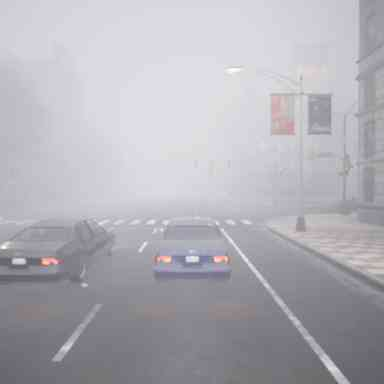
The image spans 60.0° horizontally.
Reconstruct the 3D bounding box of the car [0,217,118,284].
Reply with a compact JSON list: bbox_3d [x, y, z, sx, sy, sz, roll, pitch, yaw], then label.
[{"bbox_3d":[-3.498,1.415,9.229,2.033,1.411,5.357,0,1,0],"label":"car"}]

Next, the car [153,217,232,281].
[{"bbox_3d":[0.002,1.412,9.453,2.033,1.411,5.357,0,1,0],"label":"car"}]

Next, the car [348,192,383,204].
[{"bbox_3d":[24.929,0.815,46.716,5.008,1.535,1.882,0,1,0],"label":"car"}]

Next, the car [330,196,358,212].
[{"bbox_3d":[16.088,1.130,31.593,5.357,1.411,2.033,0,1,0],"label":"car"}]
